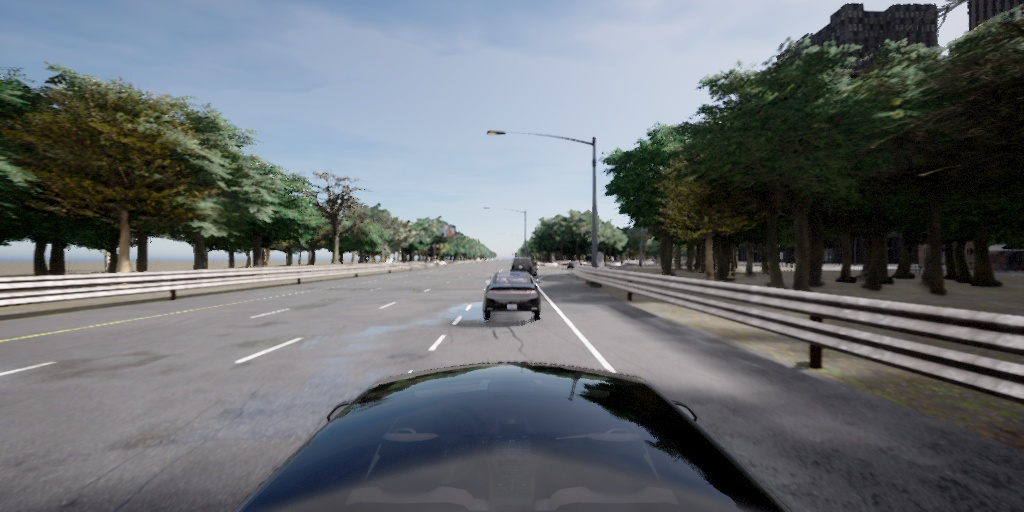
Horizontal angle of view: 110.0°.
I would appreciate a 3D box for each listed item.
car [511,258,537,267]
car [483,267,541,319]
[{"bbox_3d":[1.323,1.201,37.027,2.150,2.045,5.566,0,0,10],"label":"car"},{"bbox_3d":[0.003,1.315,13.096,2.128,1.511,4.902,0,0,0],"label":"car"}]
